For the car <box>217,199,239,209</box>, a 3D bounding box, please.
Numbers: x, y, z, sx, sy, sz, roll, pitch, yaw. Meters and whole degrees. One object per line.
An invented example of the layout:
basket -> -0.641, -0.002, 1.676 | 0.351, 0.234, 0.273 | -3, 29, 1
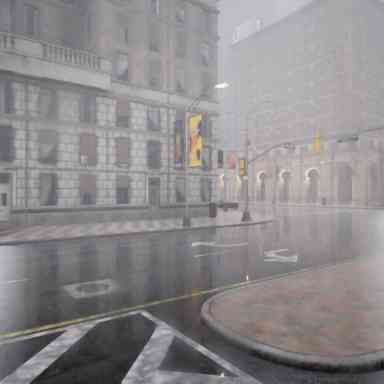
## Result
car -> 4.027, 1.601, 43.907 | 1.895, 1.301, 4.718 | 0, 0, -36
